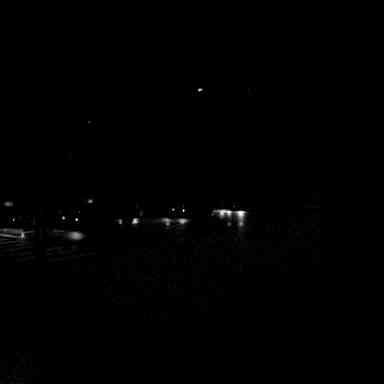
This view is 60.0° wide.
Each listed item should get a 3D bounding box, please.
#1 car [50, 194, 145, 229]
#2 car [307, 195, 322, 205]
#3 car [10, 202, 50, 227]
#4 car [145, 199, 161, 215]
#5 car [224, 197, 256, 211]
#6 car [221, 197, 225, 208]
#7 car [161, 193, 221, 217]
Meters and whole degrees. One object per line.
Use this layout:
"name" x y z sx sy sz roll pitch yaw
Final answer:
"car" -5.982 1.161 21.864 2.150 2.045 5.566 0 0 35
"car" 19.349 1.245 51.582 1.882 1.535 5.008 0 0 35
"car" -9.568 1.457 22.432 1.837 1.490 4.892 0 0 35
"car" -4.101 1.390 30.126 1.882 1.535 5.008 0 0 35
"car" 6.085 1.356 38.837 1.837 1.490 4.892 0 0 36
"car" 4.290 1.329 41.917 1.882 1.535 5.008 0 0 36
"car" 0.021 1.117 30.313 2.150 2.045 5.566 0 0 35
